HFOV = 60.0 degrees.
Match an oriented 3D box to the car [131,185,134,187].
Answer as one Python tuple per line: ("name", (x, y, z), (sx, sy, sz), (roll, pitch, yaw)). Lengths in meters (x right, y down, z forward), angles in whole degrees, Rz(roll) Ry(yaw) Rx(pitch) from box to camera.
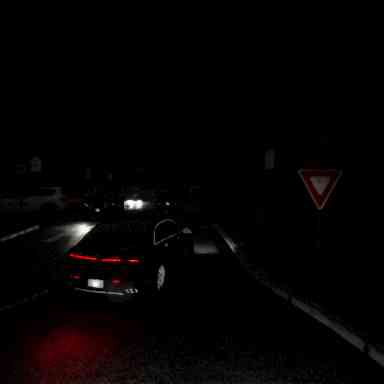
("car", (-14.701, -0.261, 63.944), (5.566, 2.045, 2.435), (-2, 1, -25))

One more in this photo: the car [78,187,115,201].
("car", (-13.174, 0.259, 45.984), (4.553, 1.767, 2.185), (-1, 2, -25))

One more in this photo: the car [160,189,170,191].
("car", (-3.747, 0.382, 46.606), (1.882, 1.535, 5.008), (0, 1, -5))

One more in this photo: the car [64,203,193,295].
("car", (-1.231, 1.315, 8.364), (1.837, 1.490, 4.892), (2, 3, 12))

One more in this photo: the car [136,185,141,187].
("car", (-16.763, -0.489, 87.844), (4.892, 1.521, 2.231), (-1, 1, -25))

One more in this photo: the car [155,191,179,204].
("car", (-2.065, 0.892, 27.634), (2.033, 1.411, 5.357), (0, 1, -5))

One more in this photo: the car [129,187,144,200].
("car", (-8.001, 0.361, 47.849), (2.128, 1.511, 4.902), (0, 1, -5))

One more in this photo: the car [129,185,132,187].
("car", (-14.291, 0.047, 61.017), (5.366, 1.575, 1.946), (-1, 1, -25))

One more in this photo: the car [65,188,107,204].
("car", (-12.731, 0.398, 39.985), (4.553, 1.767, 2.185), (-1, 1, -25))

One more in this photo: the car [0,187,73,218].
("car", (-11.157, 0.691, 22.015), (5.566, 2.045, 2.435), (-1, 2, -25))

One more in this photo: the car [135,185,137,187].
("car", (-15.694, -0.227, 75.903), (4.792, 1.488, 2.163), (-1, 1, -25))

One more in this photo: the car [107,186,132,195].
("car", (-15.245, -0.259, 69.896), (4.553, 1.767, 2.185), (-1, 1, -25))

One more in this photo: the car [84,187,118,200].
("car", (-13.425, 0.191, 48.974), (4.553, 1.767, 2.185), (-1, 2, -25))

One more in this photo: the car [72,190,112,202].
("car", (-12.953, 0.494, 42.988), (4.674, 1.452, 2.002), (-1, 1, -25))

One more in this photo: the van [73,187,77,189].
("van", (-12.291, 0.439, 33.951), (4.442, 1.987, 1.878), (-1, 2, -25))

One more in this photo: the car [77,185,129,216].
("car", (-5.891, 0.673, 22.676), (2.150, 2.045, 5.566), (0, 1, -5))

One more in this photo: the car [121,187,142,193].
("car", (-17.118, -0.613, 93.901), (5.366, 1.575, 1.946), (-1, 1, -25))

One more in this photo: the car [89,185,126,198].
("car", (-13.936, -0.068, 54.962), (5.566, 2.045, 2.435), (-1, 1, -25))

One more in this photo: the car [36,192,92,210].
("car", (-11.931, 0.772, 31.021), (4.674, 1.452, 2.002), (-1, 1, -25))

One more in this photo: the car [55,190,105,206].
("car", (-12.434, 0.593, 37.000), (5.008, 1.535, 2.097), (-1, 2, -25))

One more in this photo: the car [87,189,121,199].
("car", (-13.683, 0.279, 51.980), (4.792, 1.488, 2.163), (-1, 1, -25))

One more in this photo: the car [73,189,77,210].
("car", (-11.495, 0.795, 28.106), (5.366, 1.575, 1.946), (-1, 1, -25))
